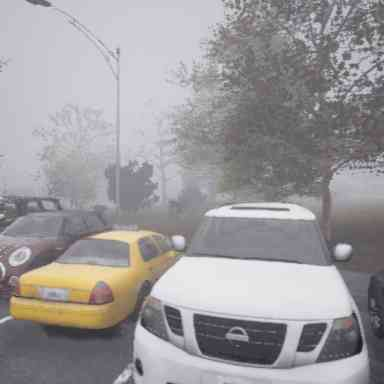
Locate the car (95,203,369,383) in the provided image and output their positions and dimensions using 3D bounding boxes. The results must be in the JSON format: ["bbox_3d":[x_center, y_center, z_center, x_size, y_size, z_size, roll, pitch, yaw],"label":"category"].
[{"bbox_3d":[1.069,1.233,5.326,2.435,2.045,5.566,1,0,15],"label":"car"}]

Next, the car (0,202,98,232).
[{"bbox_3d":[-3.791,1.319,8.799,2.185,1.767,4.553,1,0,15],"label":"car"}]

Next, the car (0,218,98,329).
[{"bbox_3d":[-1.326,1.468,7.251,1.946,1.575,5.366,0,0,15],"label":"car"}]

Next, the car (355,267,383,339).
[{"bbox_3d":[3.487,1.363,3.602,2.185,1.767,4.553,0,-1,15],"label":"car"}]

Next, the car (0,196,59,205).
[{"bbox_3d":[-6.242,1.162,10.431,2.435,2.045,5.566,1,0,14],"label":"car"}]
